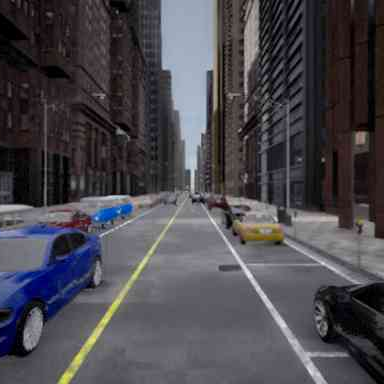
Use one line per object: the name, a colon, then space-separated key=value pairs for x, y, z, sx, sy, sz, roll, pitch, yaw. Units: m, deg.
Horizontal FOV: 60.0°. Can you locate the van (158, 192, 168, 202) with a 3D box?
van: x=-5.707 y=0.945 z=65.277 sx=1.690 sy=1.788 sz=3.998 roll=0 pitch=0 yaw=0

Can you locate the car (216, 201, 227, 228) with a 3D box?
car: x=2.780 y=1.435 z=20.334 sx=1.947 sy=1.339 sz=4.313 roll=0 pitch=0 yaw=0

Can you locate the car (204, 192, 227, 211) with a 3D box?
car: x=2.794 y=1.081 z=37.188 sx=2.192 sy=1.841 sz=5.009 roll=0 pitch=0 yaw=0

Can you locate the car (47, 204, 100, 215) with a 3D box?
car: x=-5.749 y=1.449 z=14.714 sx=1.887 sy=1.381 sz=4.507 roll=0 pitch=0 yaw=0

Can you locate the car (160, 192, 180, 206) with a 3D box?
car: x=-3.043 y=1.207 z=47.714 sx=1.837 sy=1.490 sz=4.892 roll=0 pitch=1 yaw=0

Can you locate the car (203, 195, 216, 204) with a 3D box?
car: x=2.808 y=1.219 z=54.045 sx=2.008 sy=1.369 sz=4.403 roll=0 pitch=0 yaw=0

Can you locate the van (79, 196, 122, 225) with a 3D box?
van: x=-5.744 y=1.210 z=20.330 sx=1.690 sy=1.788 sz=3.998 roll=0 pitch=0 yaw=0

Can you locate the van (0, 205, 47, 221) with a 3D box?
van: x=-5.754 y=1.282 z=9.094 sx=1.690 sy=1.788 sz=3.998 roll=0 pitch=0 yaw=0

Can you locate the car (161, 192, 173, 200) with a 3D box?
car: x=-5.698 y=0.856 z=76.514 sx=2.192 sy=1.841 sz=5.009 roll=0 pitch=0 yaw=0

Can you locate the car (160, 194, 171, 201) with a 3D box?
car: x=-5.703 y=1.124 z=70.896 sx=2.008 sy=1.369 sz=4.403 roll=0 pitch=0 yaw=0

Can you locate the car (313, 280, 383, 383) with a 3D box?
car: x=2.766 y=1.543 z=3.477 sx=1.947 sy=1.339 sz=4.313 roll=0 pitch=0 yaw=0

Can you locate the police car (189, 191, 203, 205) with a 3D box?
police car: x=0.944 y=1.102 z=52.523 sx=1.930 sy=1.638 sz=5.238 roll=0 pitch=0 yaw=0

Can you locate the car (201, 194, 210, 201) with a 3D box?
car: x=2.823 y=1.097 z=71.071 sx=1.752 sy=1.417 sz=4.829 roll=0 pitch=0 yaw=0

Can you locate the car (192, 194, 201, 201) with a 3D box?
car: x=0.958 y=1.093 z=68.414 sx=1.837 sy=1.490 sz=4.892 roll=0 pitch=0 yaw=0

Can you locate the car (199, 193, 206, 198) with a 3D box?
car: x=2.841 y=0.973 z=93.546 sx=1.752 sy=1.417 sz=4.829 roll=0 pitch=0 yaw=0

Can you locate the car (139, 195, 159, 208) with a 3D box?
car: x=-5.726 y=1.259 z=42.635 sx=1.752 sy=1.417 sz=4.829 roll=0 pitch=0 yaw=0

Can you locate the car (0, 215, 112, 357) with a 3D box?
car: x=-3.095 y=1.437 z=6.172 sx=1.882 sy=1.535 sz=5.008 roll=0 pitch=0 yaw=0

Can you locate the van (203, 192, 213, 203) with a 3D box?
van: x=2.813 y=0.977 z=59.663 sx=1.690 sy=1.788 sz=3.998 roll=0 pitch=0 yaw=0

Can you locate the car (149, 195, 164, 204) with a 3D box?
car: x=-5.717 y=1.212 z=54.041 sx=1.887 sy=1.381 sz=4.507 roll=0 pitch=0 yaw=0

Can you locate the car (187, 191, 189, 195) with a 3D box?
car: x=0.073 y=0.999 z=86.779 sx=1.812 sy=1.442 sz=4.674 roll=0 pitch=0 yaw=0

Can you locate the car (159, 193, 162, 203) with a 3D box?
car: x=-5.722 y=1.250 z=48.429 sx=2.008 sy=1.369 sz=4.403 roll=0 pitch=0 yaw=0

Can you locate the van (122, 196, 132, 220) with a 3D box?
van: x=-5.740 y=1.175 z=25.949 sx=1.690 sy=1.788 sz=3.998 roll=0 pitch=0 yaw=0

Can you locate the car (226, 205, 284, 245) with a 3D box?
car: x=2.776 y=1.429 z=14.885 sx=1.752 sy=1.417 sz=4.829 roll=0 pitch=0 yaw=0

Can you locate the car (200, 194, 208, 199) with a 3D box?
car: x=2.832 y=1.092 z=82.139 sx=1.802 sy=1.307 sz=4.206 roll=0 pitch=0 yaw=0
